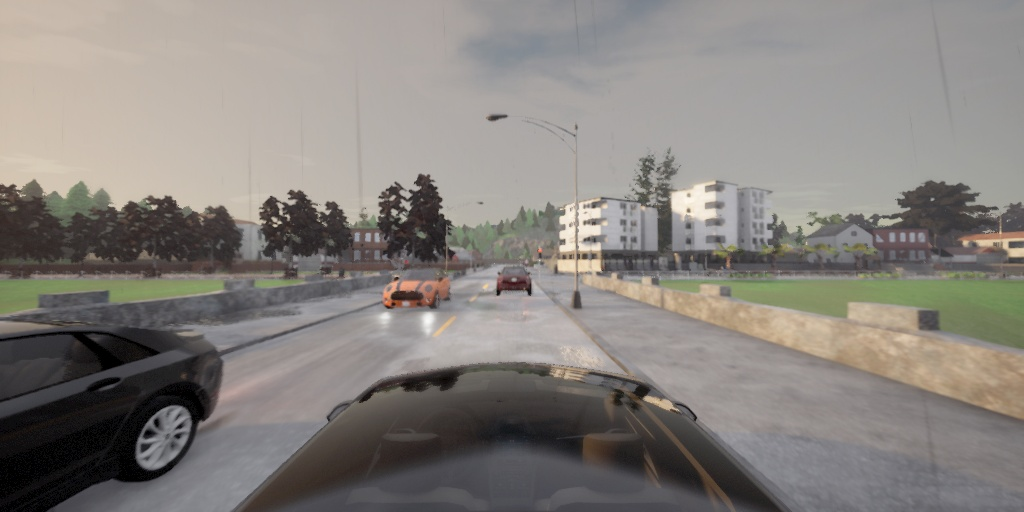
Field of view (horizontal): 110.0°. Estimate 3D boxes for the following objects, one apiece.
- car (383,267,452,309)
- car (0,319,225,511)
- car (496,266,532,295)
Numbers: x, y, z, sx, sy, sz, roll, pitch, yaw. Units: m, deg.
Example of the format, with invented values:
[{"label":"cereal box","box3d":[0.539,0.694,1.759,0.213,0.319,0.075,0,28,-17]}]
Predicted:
[{"label":"car","box3d":[-4.074,1.306,16.094,2.097,1.767,4.553,0,-1,0]},{"label":"car","box3d":[-4.101,1.252,1.932,1.837,1.490,4.892,0,0,0]},{"label":"car","box3d":[0.116,1.401,22.614,2.097,1.767,4.553,0,-1,0]}]
